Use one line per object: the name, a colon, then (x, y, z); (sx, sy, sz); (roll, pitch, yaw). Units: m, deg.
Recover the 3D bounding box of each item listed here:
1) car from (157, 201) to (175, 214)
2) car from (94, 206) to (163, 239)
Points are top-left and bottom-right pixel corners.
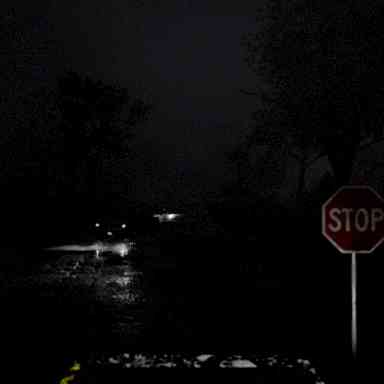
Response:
car: (-3.016, 1.719, 38.015); (1.994, 1.385, 4.181); (0, 0, 0)
car: (-3.454, 1.709, 18.470); (1.895, 1.301, 4.718); (0, 1, 15)
